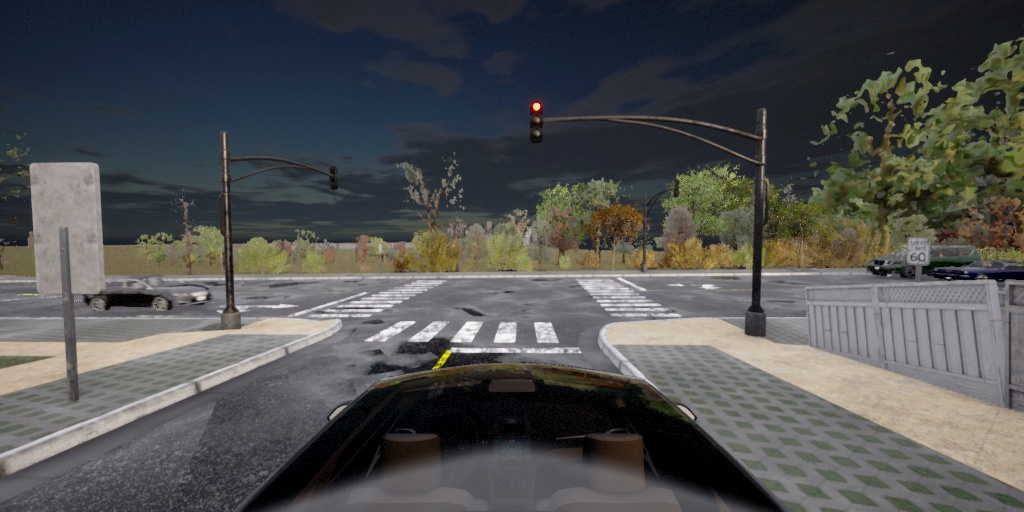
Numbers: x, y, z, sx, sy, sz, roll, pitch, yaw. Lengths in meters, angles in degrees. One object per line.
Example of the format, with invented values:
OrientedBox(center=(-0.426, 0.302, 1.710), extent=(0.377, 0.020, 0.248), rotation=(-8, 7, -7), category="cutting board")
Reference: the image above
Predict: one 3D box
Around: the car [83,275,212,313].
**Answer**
OrientedBox(center=(-16.284, 1.645, 16.128), extent=(4.902, 1.511, 2.128), rotation=(-1, 2, 4), category="car")

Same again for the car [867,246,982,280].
OrientedBox(center=(26.340, 0.385, 22.941), extent=(5.566, 2.045, 2.150), rotation=(-1, 2, 4), category="car")

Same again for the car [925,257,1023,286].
OrientedBox(center=(26.401, 0.902, 19.698), extent=(4.718, 1.301, 1.895), rotation=(-1, 2, 4), category="car")
